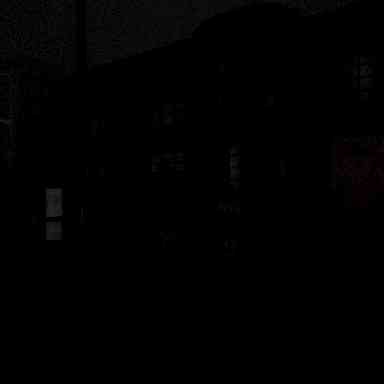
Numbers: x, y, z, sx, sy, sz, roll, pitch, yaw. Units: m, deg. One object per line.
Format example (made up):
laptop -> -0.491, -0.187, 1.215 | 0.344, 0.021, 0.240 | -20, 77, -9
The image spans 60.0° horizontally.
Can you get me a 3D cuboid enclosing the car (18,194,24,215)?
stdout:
car -> -14.870, 1.222, 28.801 | 2.150, 2.045, 5.566 | 0, 0, 35
